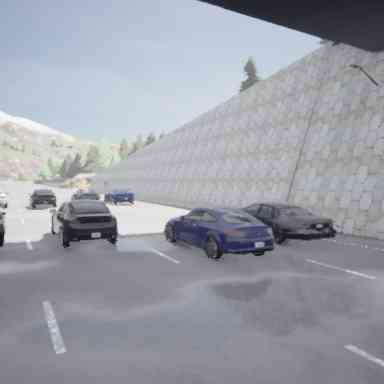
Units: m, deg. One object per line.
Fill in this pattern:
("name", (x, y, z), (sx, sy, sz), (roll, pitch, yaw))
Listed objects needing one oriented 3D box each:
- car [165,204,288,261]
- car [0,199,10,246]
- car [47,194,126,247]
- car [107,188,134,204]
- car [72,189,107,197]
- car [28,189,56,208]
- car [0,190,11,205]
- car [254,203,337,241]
("car", (0.724, 1.189, 11.013), (1.812, 1.442, 4.674), (0, 2, -29))
("car", (-7.822, 1.144, 12.089), (1.895, 1.301, 4.718), (0, 2, -29))
("car", (-4.254, 1.061, 12.855), (1.837, 1.490, 4.892), (0, 2, -29))
("car", (-7.293, 0.381, 33.034), (1.882, 1.535, 5.008), (0, 2, -29))
("car", (-9.592, 0.467, 29.944), (2.128, 1.511, 4.902), (0, 2, -29))
("car", (-12.695, 0.498, 28.323), (1.837, 1.490, 4.892), (0, 2, -29))
("car", (-16.267, 0.507, 27.531), (1.812, 1.442, 4.674), (0, 2, -29))
("car", (3.227, 1.152, 13.760), (2.033, 1.411, 5.357), (0, 2, -29))
